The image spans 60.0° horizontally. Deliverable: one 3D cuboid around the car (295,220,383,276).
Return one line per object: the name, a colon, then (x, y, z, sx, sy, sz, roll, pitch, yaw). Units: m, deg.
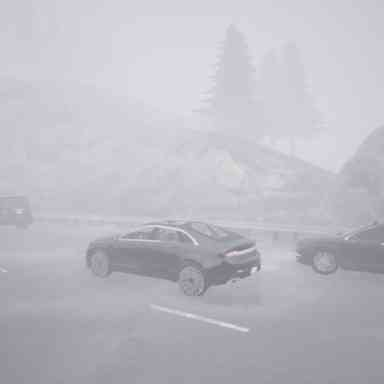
car: (5.235, 1.482, 8.737, 4.892, 1.490, 1.837, 0, 0, 35)

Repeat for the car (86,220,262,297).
car: (-0.675, 1.478, 8.541, 4.902, 1.511, 2.128, 0, 0, 34)

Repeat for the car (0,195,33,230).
car: (-11.699, 1.209, 19.388, 5.566, 2.045, 2.150, 0, 0, 29)
